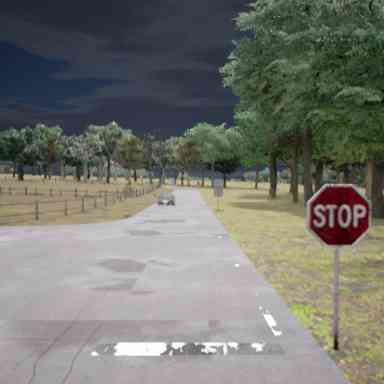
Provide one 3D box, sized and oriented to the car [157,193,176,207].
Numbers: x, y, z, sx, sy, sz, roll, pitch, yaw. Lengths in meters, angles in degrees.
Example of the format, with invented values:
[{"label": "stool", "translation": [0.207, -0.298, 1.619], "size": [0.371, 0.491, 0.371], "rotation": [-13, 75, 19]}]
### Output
[{"label": "car", "translation": [-2.844, 0.838, 37.764], "size": [2.128, 1.511, 4.902], "rotation": [0, 2, 0]}]
